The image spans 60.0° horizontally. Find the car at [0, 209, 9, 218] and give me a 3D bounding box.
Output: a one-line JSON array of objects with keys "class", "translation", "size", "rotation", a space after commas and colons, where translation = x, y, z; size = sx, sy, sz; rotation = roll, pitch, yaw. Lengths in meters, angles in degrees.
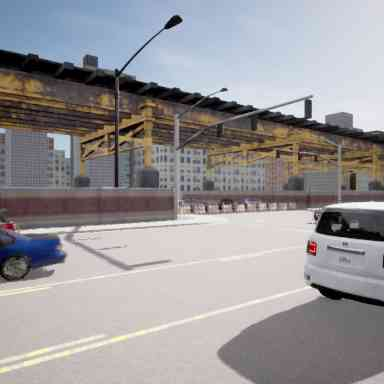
[{"class": "car", "translation": [-8.214, 1.352, 11.033], "size": [4.553, 1.767, 2.097], "rotation": [0, 0, -35]}]

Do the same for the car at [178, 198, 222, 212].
[{"class": "car", "translation": [0.431, 1.453, 36.585], "size": [4.974, 1.542, 2.038], "rotation": [0, 0, 8]}]

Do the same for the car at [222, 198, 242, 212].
[{"class": "car", "translation": [4.182, 1.453, 39.260], "size": [2.038, 1.542, 4.974], "rotation": [0, 0, 18]}]

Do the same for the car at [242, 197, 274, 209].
[{"class": "car", "translation": [8.050, 1.295, 43.004], "size": [4.536, 1.218, 1.853], "rotation": [0, 0, -7]}]

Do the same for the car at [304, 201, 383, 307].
[{"class": "car", "translation": [4.782, 1.221, 7.168], "size": [5.566, 2.045, 2.150], "rotation": [0, 0, -35]}]

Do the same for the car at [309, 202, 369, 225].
[{"class": "car", "translation": [10.937, 1.505, 24.626], "size": [4.892, 1.490, 1.837], "rotation": [0, 0, -35]}]

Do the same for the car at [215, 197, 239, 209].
[{"class": "car", "translation": [4.198, 1.295, 39.310], "size": [1.853, 1.218, 4.536], "rotation": [0, 0, 18]}]

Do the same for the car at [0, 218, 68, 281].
[{"class": "car", "translation": [-6.023, 1.547, 8.296], "size": [5.357, 1.411, 2.033], "rotation": [0, 0, -35]}]

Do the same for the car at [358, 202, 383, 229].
[{"class": "car", "translation": [13.164, 1.477, 21.915], "size": [5.008, 1.535, 1.882], "rotation": [0, 0, -35]}]

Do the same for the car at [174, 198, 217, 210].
[{"class": "car", "translation": [0.379, 1.295, 36.592], "size": [4.536, 1.218, 1.853], "rotation": [0, 0, 8]}]

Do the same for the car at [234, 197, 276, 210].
[{"class": "car", "translation": [8.102, 1.453, 43.011], "size": [4.974, 1.542, 2.038], "rotation": [0, 0, -7]}]
